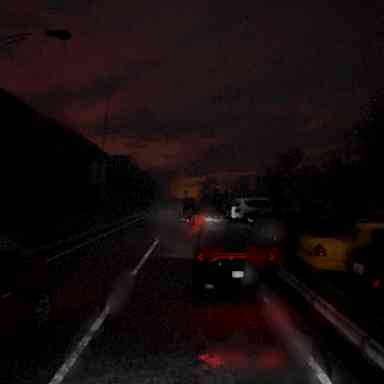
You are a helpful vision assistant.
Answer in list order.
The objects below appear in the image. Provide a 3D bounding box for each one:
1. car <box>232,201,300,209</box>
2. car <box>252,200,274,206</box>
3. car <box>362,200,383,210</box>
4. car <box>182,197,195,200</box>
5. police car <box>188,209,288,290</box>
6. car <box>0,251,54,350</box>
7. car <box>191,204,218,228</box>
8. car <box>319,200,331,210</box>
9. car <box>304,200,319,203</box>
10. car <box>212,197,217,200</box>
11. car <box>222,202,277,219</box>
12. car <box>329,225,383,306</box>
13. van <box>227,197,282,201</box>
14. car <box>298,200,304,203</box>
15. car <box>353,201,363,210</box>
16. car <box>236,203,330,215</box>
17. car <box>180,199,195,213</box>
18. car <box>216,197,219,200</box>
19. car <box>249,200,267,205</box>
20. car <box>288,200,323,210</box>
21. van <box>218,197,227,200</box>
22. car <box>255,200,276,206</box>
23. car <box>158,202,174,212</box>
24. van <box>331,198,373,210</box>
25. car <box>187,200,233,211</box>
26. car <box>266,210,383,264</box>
[{"bbox_3d":[5.478,1.718,26.225,5.008,1.535,2.097,0,-1,0],"label":"car"},{"bbox_3d":[18.296,2.746,85.893,5.008,1.535,2.097,0,-1,0],"label":"car"},{"bbox_3d":[18.360,1.748,29.207,5.366,1.575,1.946,0,-1,0],"label":"car"},{"bbox_3d":[-0.289,1.988,60.844,2.150,2.045,5.566,0,-1,0],"label":"car"},{"bbox_3d":[0.934,1.505,9.419,1.930,1.638,5.238,0,0,0],"label":"police car"},{"bbox_3d":[-3.365,1.562,4.237,1.812,1.442,4.674,0,0,0],"label":"car"},{"bbox_3d":[0.857,1.747,25.337,1.837,1.490,4.892,0,-1,0],"label":"car"},{"bbox_3d":[18.452,1.753,40.346,4.553,1.767,2.185,0,-1,0],"label":"car"},{"bbox_3d":[18.459,1.995,45.912,4.674,1.452,2.002,0,-1,0],"label":"car"},{"bbox_3d":[5.432,1.628,40.242,5.566,2.045,2.435,0,-1,0],"label":"car"},{"bbox_3d":[5.444,1.782,31.831,4.892,1.521,2.231,0,-1,0],"label":"car"},{"bbox_3d":[5.635,1.556,6.606,4.792,1.488,2.163,0,0,0],"label":"car"},{"bbox_3d":[5.583,1.524,29.032,4.442,1.987,1.878,0,-1,0],"label":"van"},{"bbox_3d":[18.449,1.996,48.699,5.008,1.535,2.097,0,-1,0],"label":"car"},{"bbox_3d":[18.526,1.822,31.992,4.674,1.452,2.002,0,-1,0],"label":"car"},{"bbox_3d":[5.514,1.657,20.614,4.892,1.521,2.231,0,-1,0],"label":"car"},{"bbox_3d":[-0.186,2.035,45.128,1.994,1.385,4.181,0,-1,0],"label":"car"},{"bbox_3d":[5.387,1.719,37.440,4.553,1.767,2.185,0,-1,0],"label":"car"},{"bbox_3d":[18.260,2.922,92.440,4.674,1.452,2.002,0,-1,0],"label":"car"},{"bbox_3d":[18.415,2.092,54.266,5.008,1.535,2.097,0,-1,0],"label":"car"},{"bbox_3d":[5.318,1.587,34.637,4.442,1.987,1.878,0,-1,0],"label":"van"},{"bbox_3d":[18.301,2.720,82.745,4.674,1.452,2.002,0,-1,0],"label":"car"},{"bbox_3d":[-3.562,2.078,45.634,1.895,1.301,4.718,0,-1,0],"label":"car"},{"bbox_3d":[18.614,1.619,37.568,4.442,1.987,1.878,0,-1,0],"label":"van"},{"bbox_3d":[0.886,1.527,19.300,2.097,1.767,4.553,0,-1,0],"label":"car"},{"bbox_3d":[5.565,1.572,12.209,5.008,1.535,2.097,0,0,0],"label":"car"}]
